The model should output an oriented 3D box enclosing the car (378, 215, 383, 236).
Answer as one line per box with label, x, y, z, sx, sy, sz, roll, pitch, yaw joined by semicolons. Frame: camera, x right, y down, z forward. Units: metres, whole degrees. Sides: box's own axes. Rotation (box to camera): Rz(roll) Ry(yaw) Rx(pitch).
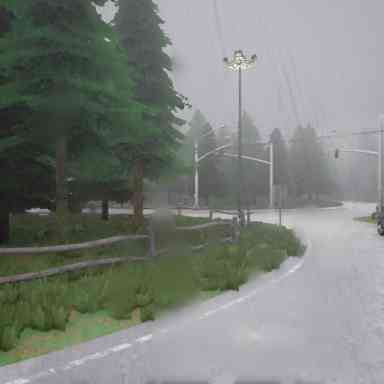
car;10.250;1.352;15.377;2.097;1.767;4.553;0;0;15
